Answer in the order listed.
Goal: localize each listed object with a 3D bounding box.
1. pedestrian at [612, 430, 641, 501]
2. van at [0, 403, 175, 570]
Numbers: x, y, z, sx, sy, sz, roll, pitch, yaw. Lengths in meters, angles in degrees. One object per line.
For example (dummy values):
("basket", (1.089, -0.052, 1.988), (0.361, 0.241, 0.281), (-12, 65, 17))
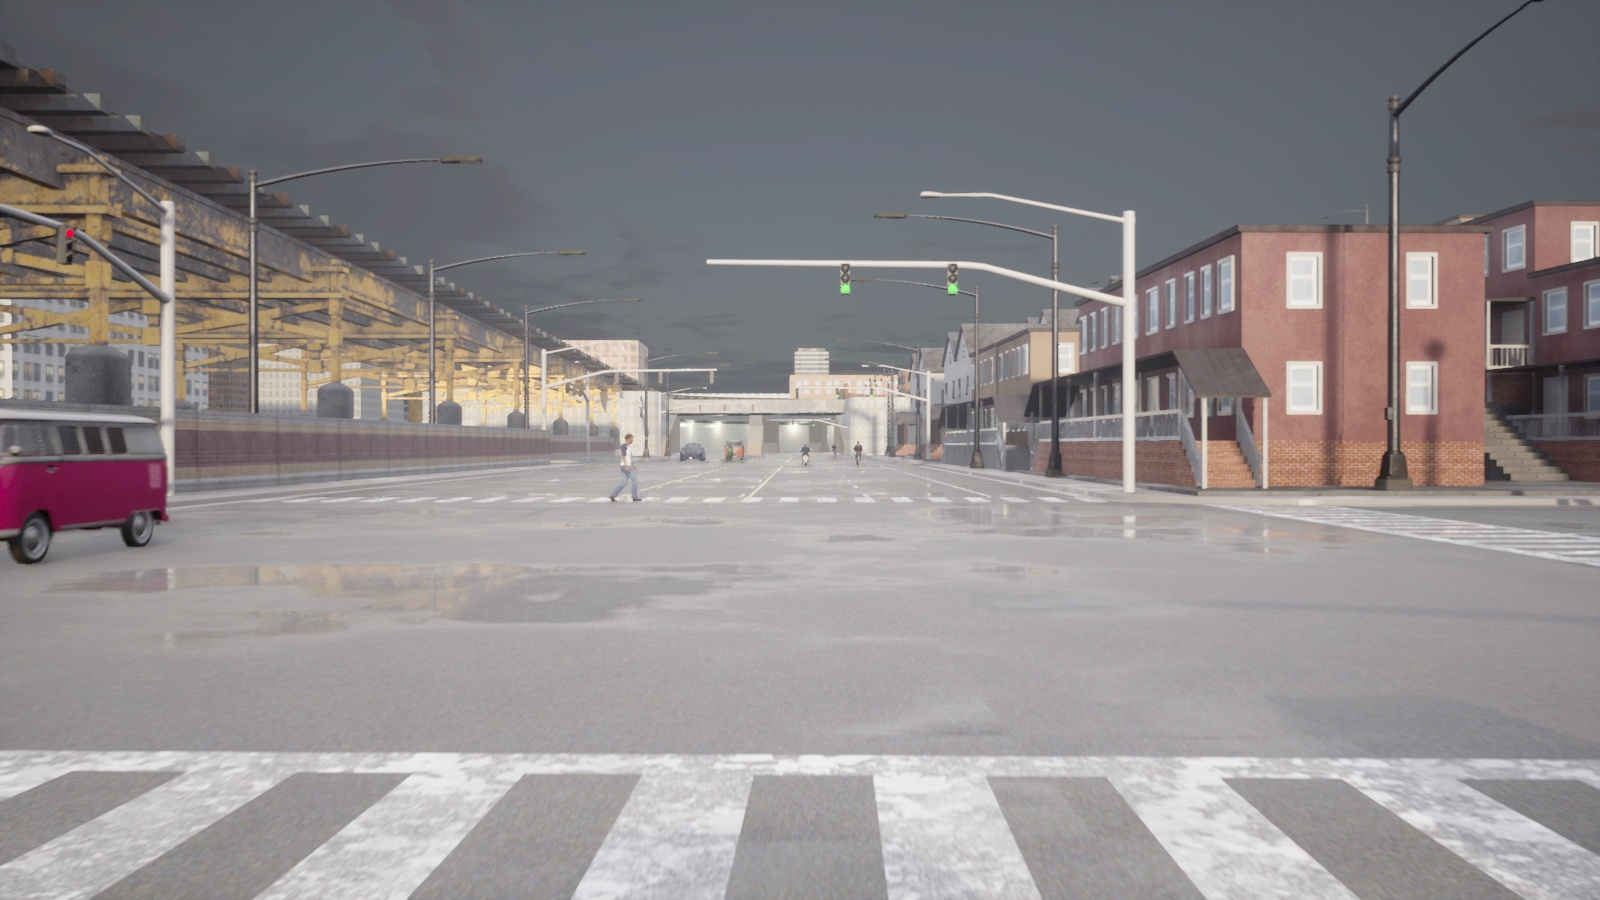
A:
("pedestrian", (-4.493, 0.398, 32.510), (0.706, 1.836, 0.354), (0, 0, 1))
("van", (-10.408, 0.423, 16.895), (1.775, 1.987, 4.442), (0, 0, 0))
